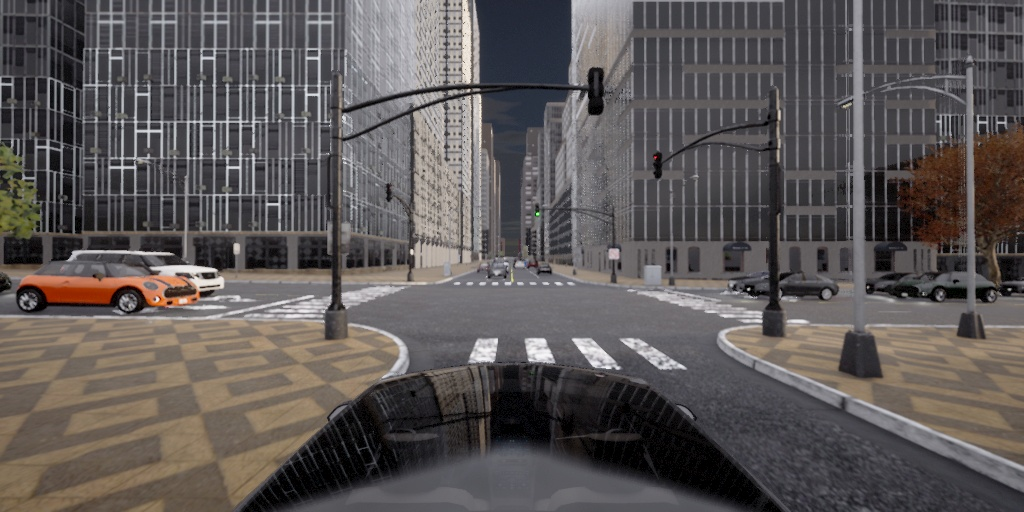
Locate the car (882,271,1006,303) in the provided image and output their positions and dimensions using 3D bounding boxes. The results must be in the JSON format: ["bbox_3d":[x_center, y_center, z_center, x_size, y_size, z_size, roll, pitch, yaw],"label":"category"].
[{"bbox_3d":[24.996,1.705,20.871,4.553,1.767,2.097,1,0,-3],"label":"car"}]

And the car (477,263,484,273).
[{"bbox_3d":[-3.955,1.669,50.392,1.802,1.307,4.207,0,0,0],"label":"car"}]

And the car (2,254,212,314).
[{"bbox_3d":[-13.718,0.947,12.432,4.553,1.767,2.097,1,0,-3],"label":"car"}]

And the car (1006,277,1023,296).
[{"bbox_3d":[36.461,2.088,24.628,4.892,1.490,1.837,1,0,-2],"label":"car"}]

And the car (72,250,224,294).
[{"bbox_3d":[-15.916,0.797,15.589,5.566,2.045,2.150,1,0,-3],"label":"car"}]

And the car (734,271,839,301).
[{"bbox_3d":[15.825,1.690,20.473,4.892,1.490,1.837,1,0,-4],"label":"car"}]

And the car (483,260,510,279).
[{"bbox_3d":[-1.451,1.493,36.695,2.128,1.511,4.902,0,0,0],"label":"car"}]

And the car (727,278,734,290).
[{"bbox_3d":[16.917,1.718,23.764,4.902,1.511,2.128,1,0,-3],"label":"car"}]

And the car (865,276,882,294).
[{"bbox_3d":[26.302,1.902,24.182,4.892,1.490,1.837,1,0,-3],"label":"car"}]

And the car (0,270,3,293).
[{"bbox_3d":[-24.610,0.764,15.203,4.553,1.767,2.097,1,0,-2],"label":"car"}]

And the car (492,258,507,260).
[{"bbox_3d":[-1.478,1.290,47.346,2.150,2.045,5.566,0,0,0],"label":"car"}]

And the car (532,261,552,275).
[{"bbox_3d":[3.990,1.618,44.887,1.948,1.339,4.313,0,0,0],"label":"car"}]
